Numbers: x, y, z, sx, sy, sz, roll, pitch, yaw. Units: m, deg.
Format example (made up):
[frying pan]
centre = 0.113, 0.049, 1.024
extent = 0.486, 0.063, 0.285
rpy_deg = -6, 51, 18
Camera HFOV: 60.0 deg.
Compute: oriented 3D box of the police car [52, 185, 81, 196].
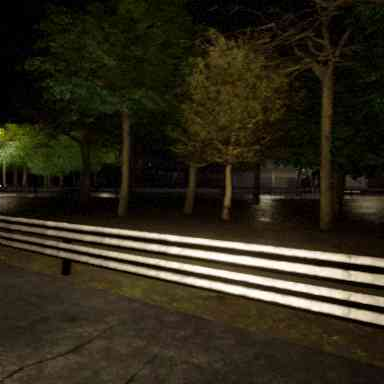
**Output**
[police car]
centre = -17.505, -0.247, 48.491
extent = 5.238, 1.638, 1.930
rpy_deg = 0, 1, -5
